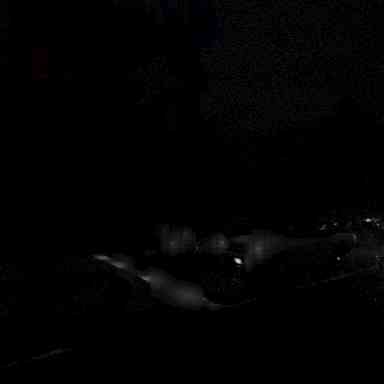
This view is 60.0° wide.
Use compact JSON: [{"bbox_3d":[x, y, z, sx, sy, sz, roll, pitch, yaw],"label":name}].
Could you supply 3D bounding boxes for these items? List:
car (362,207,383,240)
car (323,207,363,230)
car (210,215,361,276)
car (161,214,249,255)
[{"bbox_3d":[10.538,1.490,15.807,4.902,1.511,2.128,0,0,-35],"label":"car"},{"bbox_3d":[9.007,1.547,19.016,5.357,1.411,2.033,0,0,-35],"label":"car"},{"bbox_3d":[3.079,1.601,10.487,4.718,1.301,1.895,0,0,-36],"label":"car"},{"bbox_3d":[1.147,1.601,13.421,4.718,1.301,1.895,0,0,-35],"label":"car"}]
